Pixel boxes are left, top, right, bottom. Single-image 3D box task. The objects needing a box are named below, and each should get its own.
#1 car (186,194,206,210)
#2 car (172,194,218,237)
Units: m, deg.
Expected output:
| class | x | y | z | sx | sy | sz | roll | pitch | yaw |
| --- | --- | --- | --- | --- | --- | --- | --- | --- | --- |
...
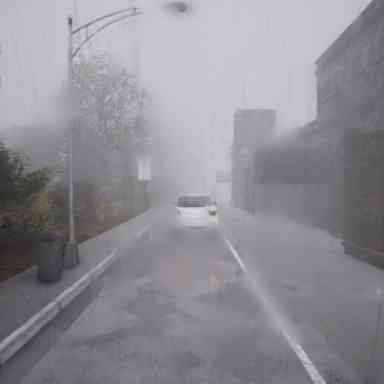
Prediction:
| class | x | y | z | sx | sy | sz | roll | pitch | yaw |
| --- | --- | --- | --- | --- | --- | --- | --- | --- | --- |
| car | 0.436 | 1.051 | 36.027 | 2.033 | 1.411 | 5.357 | 0 | 1 | 1 |
| car | 0.148 | 1.091 | 17.272 | 2.150 | 2.045 | 5.566 | 0 | 0 | 0 |
